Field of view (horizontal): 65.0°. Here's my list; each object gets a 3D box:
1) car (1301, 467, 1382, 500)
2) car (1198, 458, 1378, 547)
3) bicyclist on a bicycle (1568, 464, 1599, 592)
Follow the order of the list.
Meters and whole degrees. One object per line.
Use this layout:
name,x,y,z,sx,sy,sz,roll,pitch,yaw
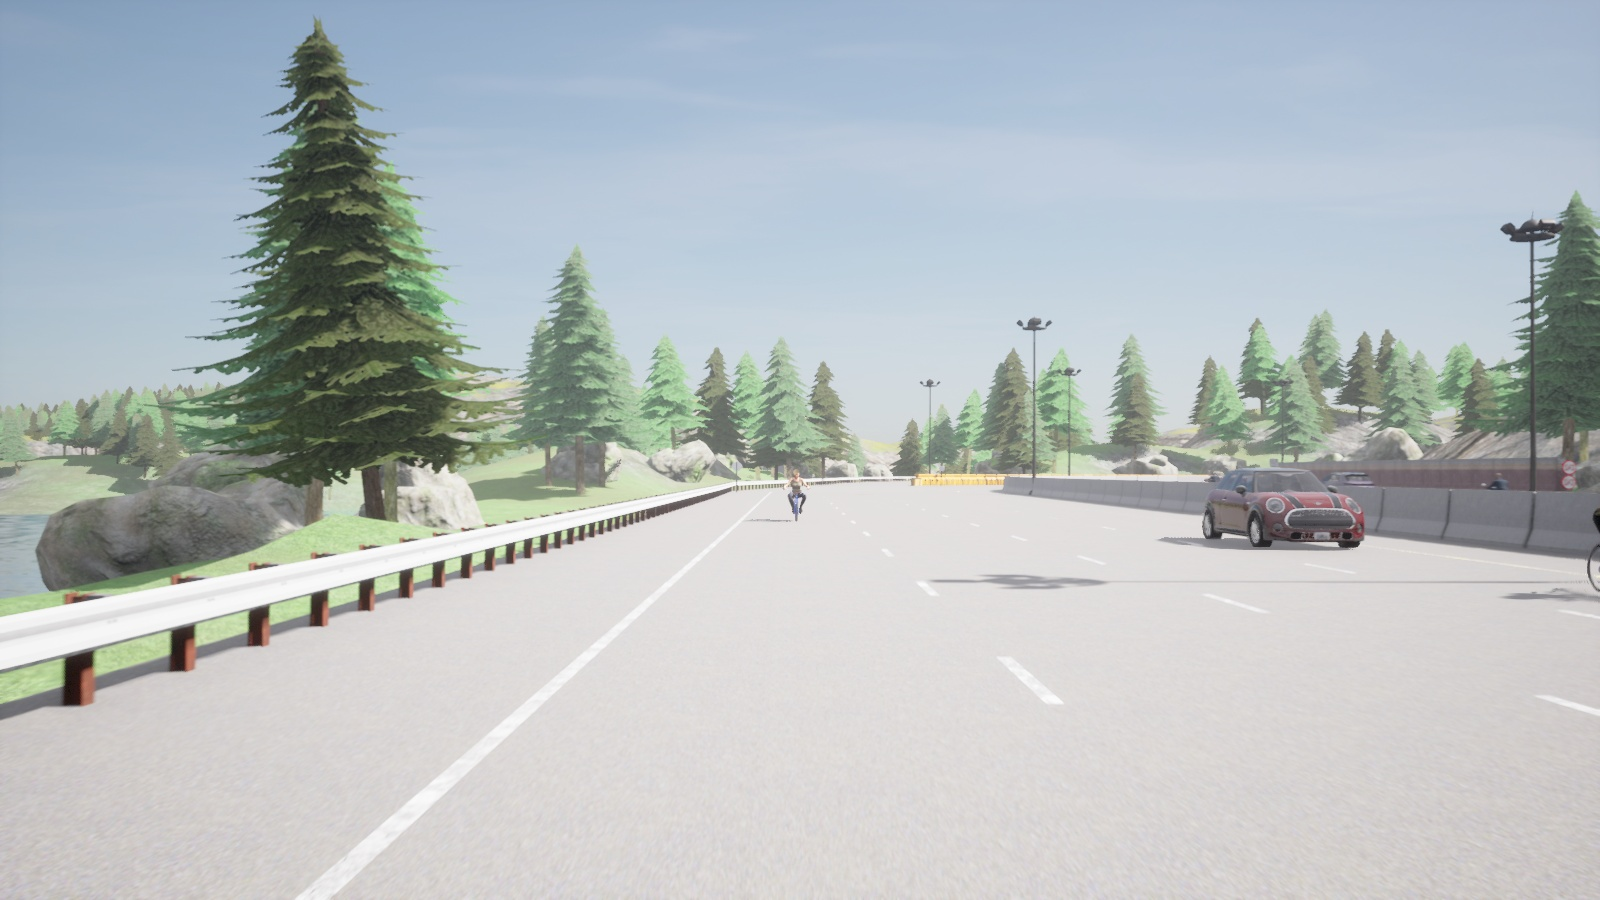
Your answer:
car,27.769,1.714,64.595,2.033,1.649,4.856,0,-1,0
car,10.436,1.088,27.280,2.097,1.767,4.553,0,-1,0
bicyclist on a bicycle,10.463,0.990,15.796,0.582,1.620,1.656,0,-1,0
